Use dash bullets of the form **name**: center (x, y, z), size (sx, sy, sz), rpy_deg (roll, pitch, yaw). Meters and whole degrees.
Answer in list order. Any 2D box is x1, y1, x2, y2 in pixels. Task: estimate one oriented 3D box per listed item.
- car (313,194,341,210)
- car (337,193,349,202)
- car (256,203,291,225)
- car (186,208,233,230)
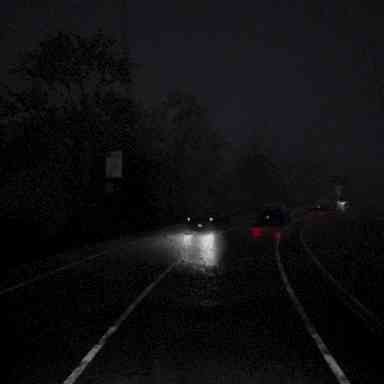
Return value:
- **car**: center (15.909, 1.384, 39.868), size (1.812, 1.442, 4.674), rpy_deg (-4, -1, 38)
- **car**: center (25.108, 0.907, 56.209), size (1.812, 1.442, 4.674), rpy_deg (-4, -1, 41)
- **car**: center (6.065, 1.519, 24.575), size (1.882, 1.535, 5.008), rpy_deg (-2, -1, 24)
- **car**: center (1.266, 1.745, 22.267), size (1.895, 1.301, 4.718), rpy_deg (-2, -1, 22)
